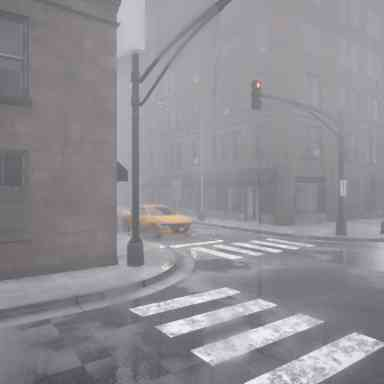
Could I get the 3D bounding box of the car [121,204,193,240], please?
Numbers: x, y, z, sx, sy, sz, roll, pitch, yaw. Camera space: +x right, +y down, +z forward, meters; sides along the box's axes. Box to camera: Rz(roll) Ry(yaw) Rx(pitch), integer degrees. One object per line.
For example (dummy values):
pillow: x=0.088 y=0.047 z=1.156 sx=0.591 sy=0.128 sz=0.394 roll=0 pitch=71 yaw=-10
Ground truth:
car: x=-1.894 y=1.394 z=16.897 sx=1.882 sy=1.535 sz=5.008 roll=0 pitch=0 yaw=-35
